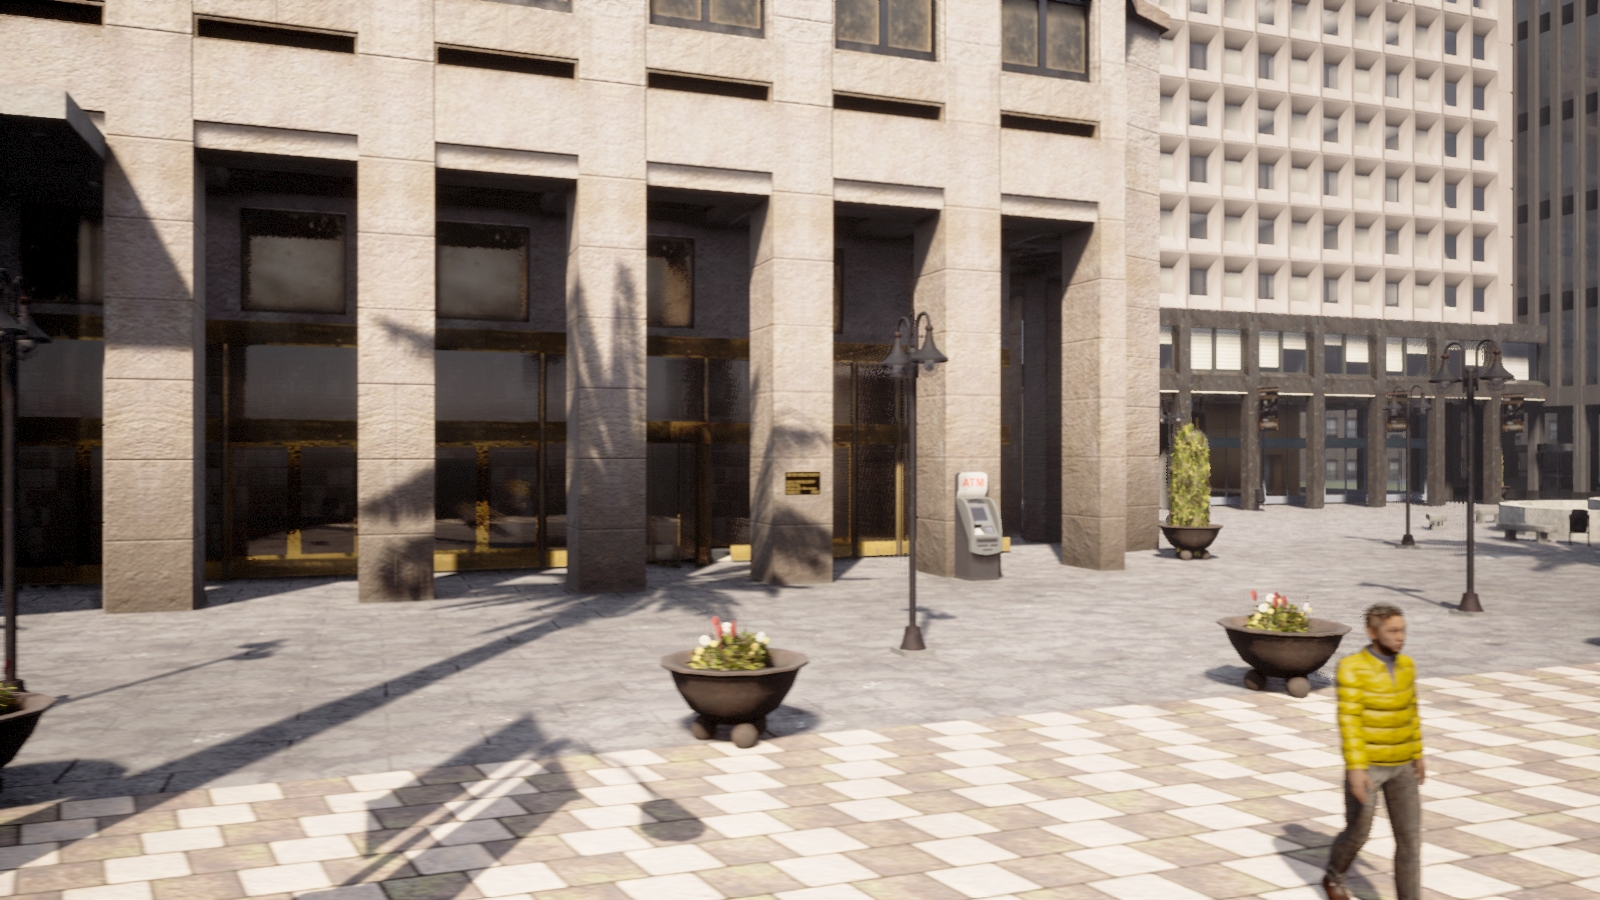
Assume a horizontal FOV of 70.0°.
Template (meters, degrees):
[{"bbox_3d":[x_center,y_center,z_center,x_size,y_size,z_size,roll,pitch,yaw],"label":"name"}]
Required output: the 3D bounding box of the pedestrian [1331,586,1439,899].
[{"bbox_3d":[3.198,1.698,6.259,0.375,1.860,0.375,0,0,-8],"label":"pedestrian"}]
